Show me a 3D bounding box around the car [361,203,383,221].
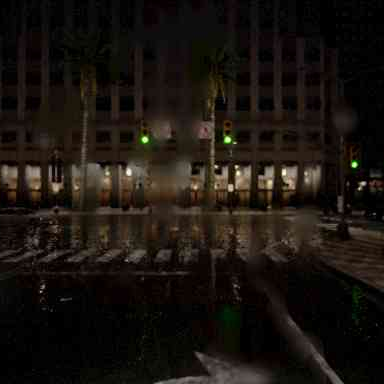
[{"bbox_3d":[18.159,1.820,29.645,4.892,1.490,1.837,0,-1,0],"label":"car"}]

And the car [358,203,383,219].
[{"bbox_3d":[19.490,1.844,33.149,4.902,1.511,2.128,0,-1,0],"label":"car"}]

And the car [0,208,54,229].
[{"bbox_3d":[-12.034,1.812,23.068,4.674,1.442,1.812,0,0,4],"label":"car"}]
